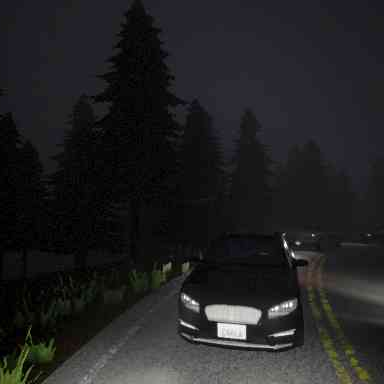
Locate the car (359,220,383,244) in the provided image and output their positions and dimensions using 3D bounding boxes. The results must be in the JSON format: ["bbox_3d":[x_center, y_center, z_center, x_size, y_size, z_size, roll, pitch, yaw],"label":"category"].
[{"bbox_3d":[15.793,3.220,26.439,5.566,2.045,2.150,8,-8,-28],"label":"car"}]

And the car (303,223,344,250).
[{"bbox_3d":[6.477,2.306,17.666,1.895,1.301,4.718,-3,-6,39],"label":"car"}]

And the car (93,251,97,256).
[{"bbox_3d":[-20.287,13.650,72.956,4.181,1.381,1.994,-2,-5,31],"label":"car"}]

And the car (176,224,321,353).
[{"bbox_3d":[1.131,1.561,6.594,2.128,1.511,4.902,-1,-2,15],"label":"car"}]
